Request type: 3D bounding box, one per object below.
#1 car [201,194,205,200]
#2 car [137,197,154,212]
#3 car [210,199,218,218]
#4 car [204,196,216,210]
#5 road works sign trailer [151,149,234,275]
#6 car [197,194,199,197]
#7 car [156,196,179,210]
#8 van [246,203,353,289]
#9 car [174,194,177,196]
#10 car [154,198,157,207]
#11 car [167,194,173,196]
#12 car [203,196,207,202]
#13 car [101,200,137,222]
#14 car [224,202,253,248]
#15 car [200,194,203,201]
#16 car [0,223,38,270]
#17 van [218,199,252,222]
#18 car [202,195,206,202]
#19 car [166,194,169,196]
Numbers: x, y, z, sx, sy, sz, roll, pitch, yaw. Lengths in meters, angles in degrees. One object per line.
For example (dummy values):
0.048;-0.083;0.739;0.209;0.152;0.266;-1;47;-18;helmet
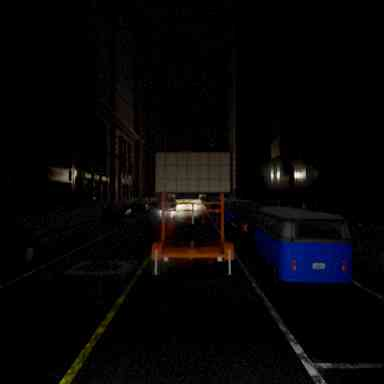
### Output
2.819;1.473;53.910;1.887;1.381;4.507;1;0;0;car
-5.751;1.509;37.053;2.008;1.369;4.403;1;0;0;car
2.744;1.525;25.787;2.008;1.369;4.403;1;0;0;car
2.774;1.509;37.036;2.008;1.369;4.403;1;0;0;car
0.028;0.456;10.378;2.380;3.560;2.880;0;0;0;road works sign trailer
2.893;1.406;82.034;1.887;1.381;4.507;1;0;0;car
-2.988;1.515;41.765;1.994;1.385;4.181;0;0;0;car
2.701;1.334;8.912;1.690;1.788;3.998;1;0;0;van
-5.618;1.412;87.673;1.947;1.339;4.313;1;0;0;car
-5.722;1.465;48.132;1.752;1.417;4.829;1;0;0;car
-5.661;1.330;70.800;1.967;1.590;4.097;1;0;0;car
2.789;1.494;42.661;1.887;1.381;4.507;1;0;0;car
-5.781;1.519;25.805;1.887;1.381;4.507;1;0;0;car
2.716;1.428;14.537;1.967;1.590;4.097;1;0;0;car
2.834;1.461;59.534;1.887;1.381;4.507;1;0;0;car
-5.826;1.538;8.931;1.887;1.381;4.507;1;0;0;car
2.731;1.322;20.162;1.690;1.788;3.998;1;0;0;van
2.804;1.484;48.284;1.887;1.381;4.507;1;0;0;car
-5.692;1.498;59.551;1.802;1.307;4.206;1;0;0;car
